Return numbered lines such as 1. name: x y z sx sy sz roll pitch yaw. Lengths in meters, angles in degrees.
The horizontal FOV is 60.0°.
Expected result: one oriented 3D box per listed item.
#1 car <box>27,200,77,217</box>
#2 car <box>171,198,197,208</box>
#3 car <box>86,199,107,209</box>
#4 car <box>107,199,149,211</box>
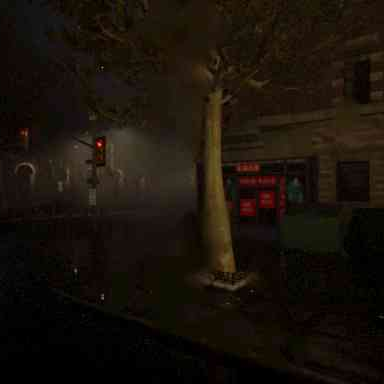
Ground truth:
1. car: -13.376 1.526 31.956 1.812 1.442 4.674 0 0 36
2. car: -1.092 1.548 48.744 2.033 1.411 5.357 0 0 36
3. car: -11.959 1.595 45.174 1.895 1.301 4.718 0 0 36
4. car: -7.481 1.601 40.033 1.895 1.301 4.718 0 0 36
